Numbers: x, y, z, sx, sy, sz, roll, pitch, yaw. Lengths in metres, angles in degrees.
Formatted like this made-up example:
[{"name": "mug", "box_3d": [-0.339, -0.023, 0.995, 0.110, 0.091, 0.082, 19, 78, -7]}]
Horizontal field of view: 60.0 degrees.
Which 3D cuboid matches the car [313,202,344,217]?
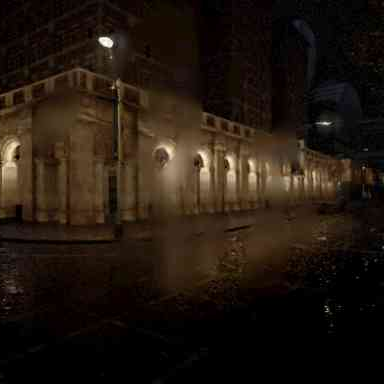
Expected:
[{"name": "car", "box_3d": [12.937, 1.611, 31.412, 1.895, 1.301, 4.718, 0, 0, 36]}]
